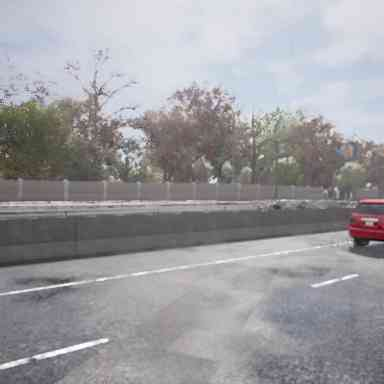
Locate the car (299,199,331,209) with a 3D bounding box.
[{"bbox_3d":[13.925,1.629,35.420,4.553,1.767,2.097,1,0,-35],"label":"car"}]

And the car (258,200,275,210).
[{"bbox_3d":[10.369,1.774,41.479,4.902,1.511,2.128,1,0,-35],"label":"car"}]

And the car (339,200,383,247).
[{"bbox_3d":[9.115,1.357,14.551,5.566,2.045,2.150,1,0,-36],"label":"car"}]

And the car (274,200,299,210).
[{"bbox_3d":[12.175,1.785,38.470,4.892,1.490,1.837,1,0,-35],"label":"car"}]

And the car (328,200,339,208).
[{"bbox_3d":[16.105,1.826,32.680,5.357,1.411,2.033,1,0,-35],"label":"car"}]
